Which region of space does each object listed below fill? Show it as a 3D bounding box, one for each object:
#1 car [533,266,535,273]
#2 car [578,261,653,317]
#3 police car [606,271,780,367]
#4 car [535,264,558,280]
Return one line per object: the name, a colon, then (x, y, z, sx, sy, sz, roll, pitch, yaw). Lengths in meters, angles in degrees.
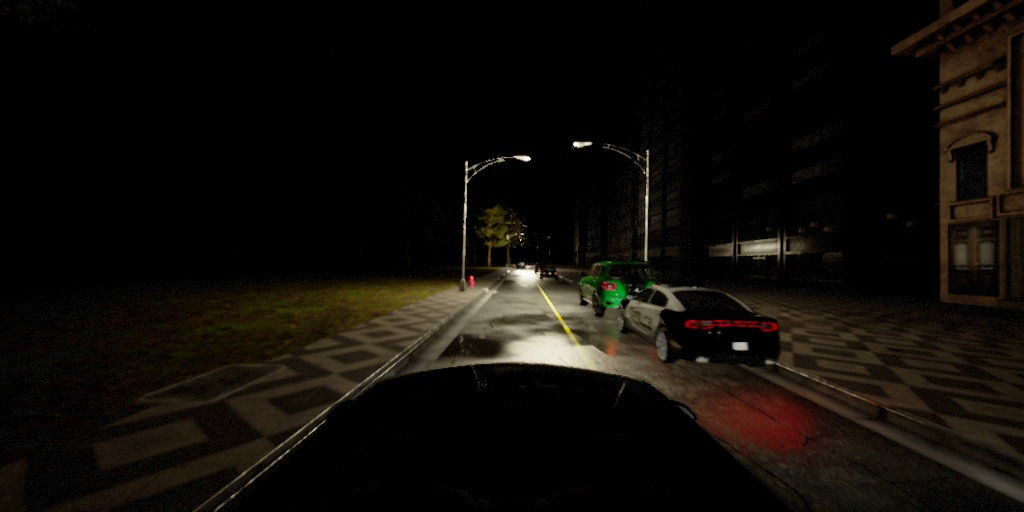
car: (4.285, 1.968, 53.857, 1.837, 1.490, 4.892, 2, -1, 2)
car: (4.144, 1.245, 14.650, 2.150, 2.045, 5.566, 1, -1, 2)
police car: (3.983, 1.371, 8.729, 1.930, 1.638, 5.238, 2, -1, 2)
car: (3.933, 1.839, 38.861, 2.033, 1.411, 5.357, 2, -1, 2)
